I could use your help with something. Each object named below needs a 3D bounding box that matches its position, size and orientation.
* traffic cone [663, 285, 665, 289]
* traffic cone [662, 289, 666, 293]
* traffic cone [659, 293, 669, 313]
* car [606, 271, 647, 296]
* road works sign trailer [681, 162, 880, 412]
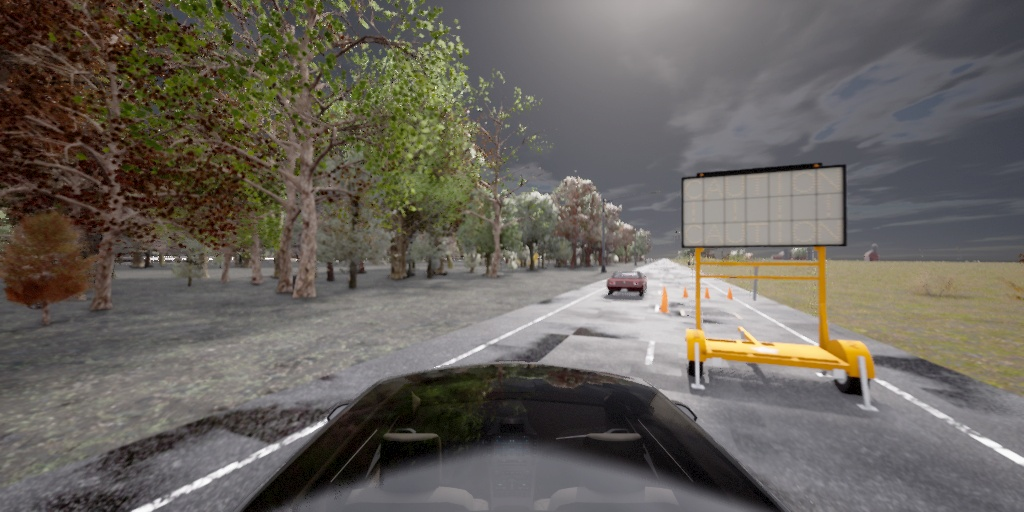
[{"bbox_3d":[7.256,1.829,17.104,0.340,0.580,0.340,0,0,23],"label":"traffic cone"},{"bbox_3d":[6.474,1.814,15.263,0.340,0.580,0.340,0,0,23],"label":"traffic cone"},{"bbox_3d":[5.691,1.800,13.423,0.340,0.580,0.340,0,0,23],"label":"traffic cone"},{"bbox_3d":[6.778,1.504,20.867,1.895,1.301,4.718,0,0,23],"label":"car"},{"bbox_3d":[4.330,0.253,6.396,2.380,3.560,2.880,0,0,23],"label":"road works sign trailer"}]
